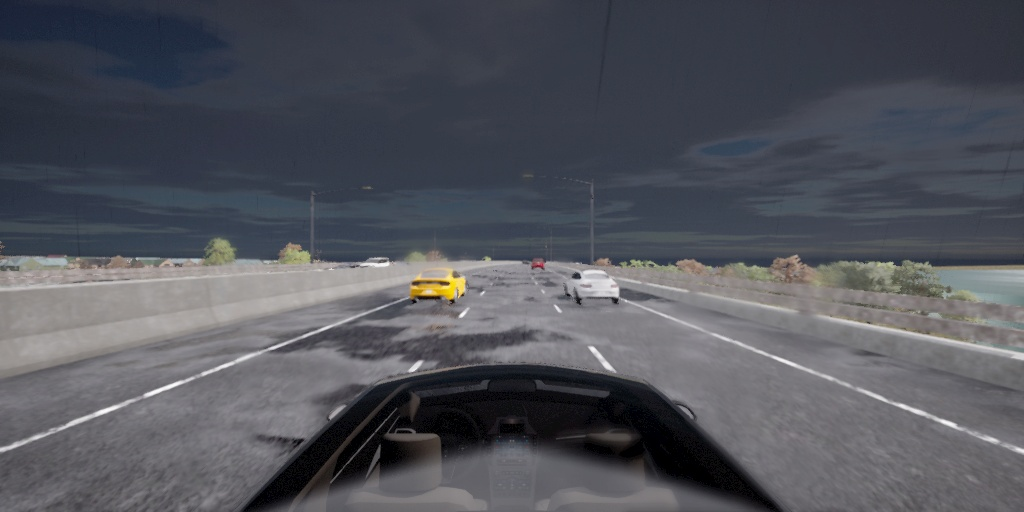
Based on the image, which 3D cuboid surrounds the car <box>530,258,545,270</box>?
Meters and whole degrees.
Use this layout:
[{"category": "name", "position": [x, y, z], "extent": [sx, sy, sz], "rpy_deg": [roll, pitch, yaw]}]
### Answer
[{"category": "car", "position": [4.562, 1.405, 63.259], "extent": [2.150, 2.045, 5.566], "rpy_deg": [0, 0, 2]}]

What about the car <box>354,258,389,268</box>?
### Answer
[{"category": "car", "position": [-17.048, 1.231, 44.768], "extent": [2.150, 2.045, 5.566], "rpy_deg": [0, 0, 2]}]

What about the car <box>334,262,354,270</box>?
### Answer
[{"category": "car", "position": [-20.528, 1.501, 45.308], "extent": [2.128, 1.511, 4.902], "rpy_deg": [0, 0, 2]}]

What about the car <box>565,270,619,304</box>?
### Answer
[{"category": "car", "position": [3.651, 1.365, 16.834], "extent": [1.812, 1.442, 4.674], "rpy_deg": [0, 0, 0]}]

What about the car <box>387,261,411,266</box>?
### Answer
[{"category": "car", "position": [-13.551, 1.542, 44.747], "extent": [1.812, 1.442, 4.674], "rpy_deg": [0, 0, 2]}]

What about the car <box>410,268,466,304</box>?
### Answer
[{"category": "car", "position": [-3.335, 1.307, 16.958], "extent": [1.882, 1.535, 5.008], "rpy_deg": [0, 0, 0]}]
